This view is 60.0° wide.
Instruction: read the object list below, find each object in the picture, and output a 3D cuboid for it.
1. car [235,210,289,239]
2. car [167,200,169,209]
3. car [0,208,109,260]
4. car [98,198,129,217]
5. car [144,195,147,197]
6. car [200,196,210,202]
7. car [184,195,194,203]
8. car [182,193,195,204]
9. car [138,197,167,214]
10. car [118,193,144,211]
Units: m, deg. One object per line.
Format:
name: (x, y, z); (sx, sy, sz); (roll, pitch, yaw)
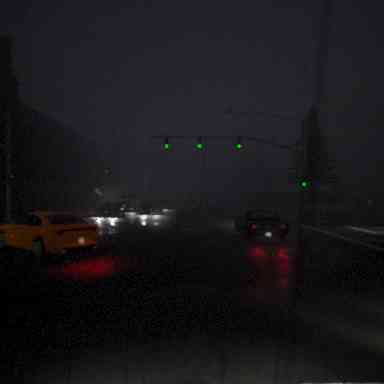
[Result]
car: (3.384, 1.581, 17.081); (1.895, 1.301, 4.718); (0, 0, -1)
car: (-4.067, 1.520, 44.234); (1.994, 1.385, 4.181); (0, 0, 0)
car: (-5.568, 1.467, 12.626); (5.008, 1.535, 1.882); (0, -1, 40)
car: (-7.502, 1.536, 30.956); (1.994, 1.385, 4.181); (0, 0, 0)
car: (-7.568, 1.304, 50.080); (2.097, 1.767, 4.553); (0, 0, 0)
car: (2.814, 1.519, 72.543); (1.895, 1.301, 4.718); (0, 0, 0)
car: (-0.683, 1.452, 72.147); (2.128, 1.511, 4.902); (0, 0, 0)
car: (-0.612, 1.158, 61.770); (2.150, 2.045, 5.566); (0, 0, 0)
car: (-4.024, 1.531, 34.202); (1.994, 1.385, 4.181); (0, 0, 0)
car: (-7.555, 1.184, 40.278); (2.150, 2.045, 5.566); (0, 0, 0)
